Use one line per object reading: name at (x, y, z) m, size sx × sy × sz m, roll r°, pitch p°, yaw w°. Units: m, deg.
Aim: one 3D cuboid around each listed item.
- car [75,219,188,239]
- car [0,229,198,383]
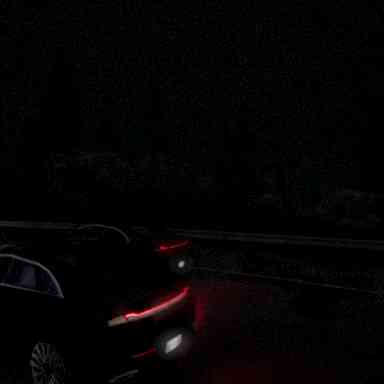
car at (-2.325, 1.520, 9.174) m, size 4.902 × 1.511 × 2.128 m, roll 0°, pitch 0°, yaw 31°
car at (-2.258, 1.512, 5.054) m, size 4.902 × 1.511 × 2.128 m, roll 0°, pitch 0°, yaw 32°
